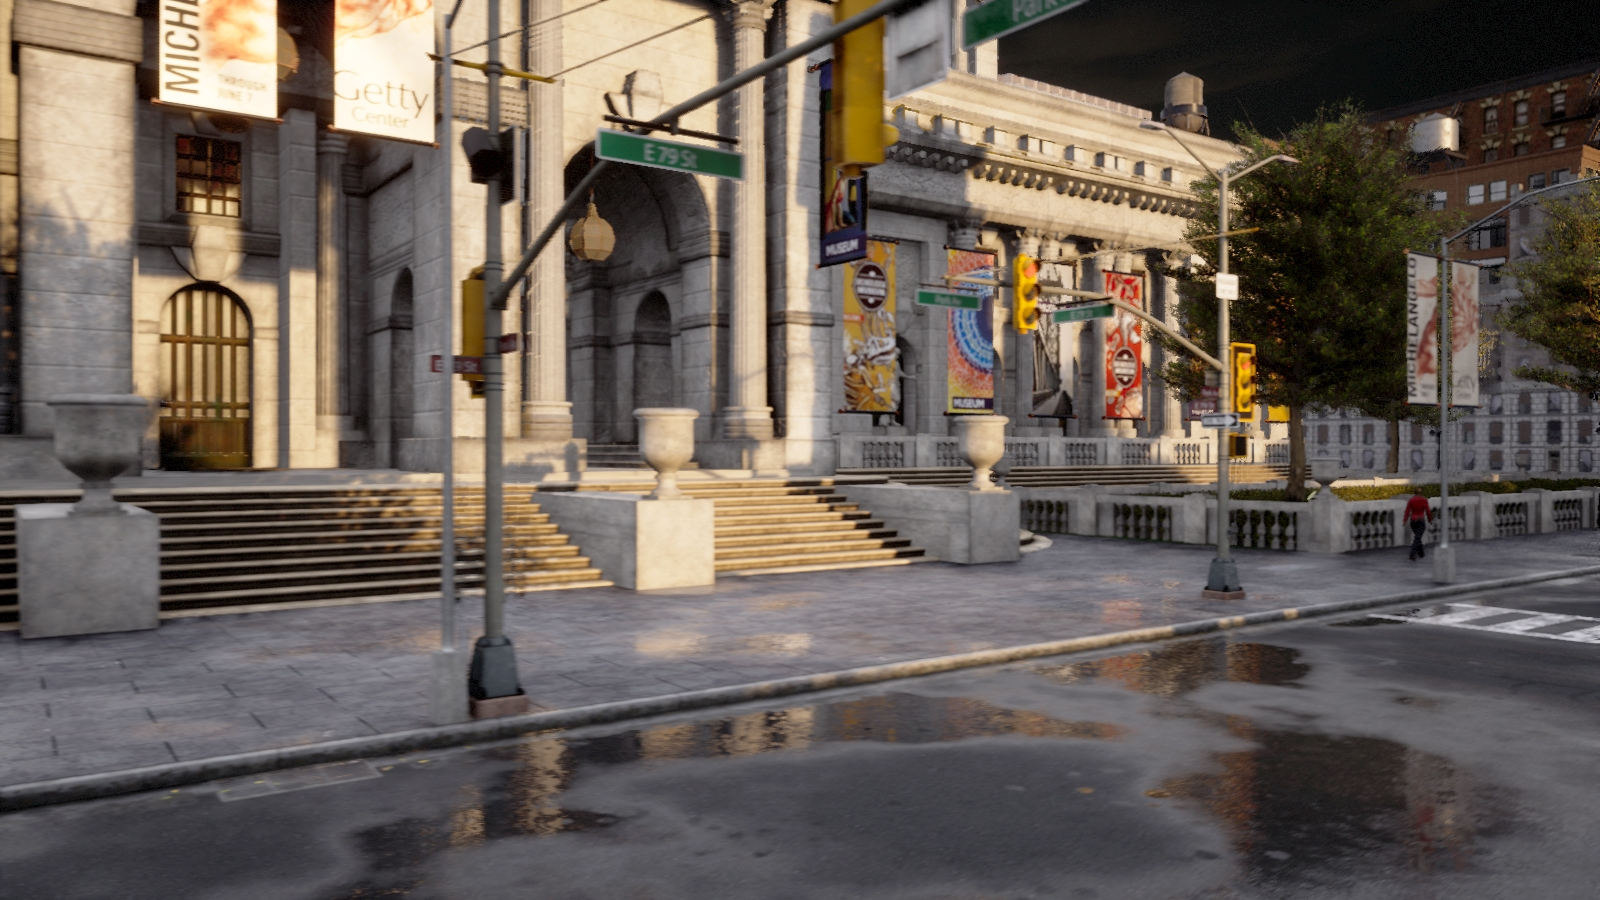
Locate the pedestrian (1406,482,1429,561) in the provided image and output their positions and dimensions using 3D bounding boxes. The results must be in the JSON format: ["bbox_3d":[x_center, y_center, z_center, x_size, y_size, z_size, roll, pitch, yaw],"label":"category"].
[{"bbox_3d":[14.681,1.692,27.168,0.375,1.860,0.375,0,0,45],"label":"pedestrian"}]
